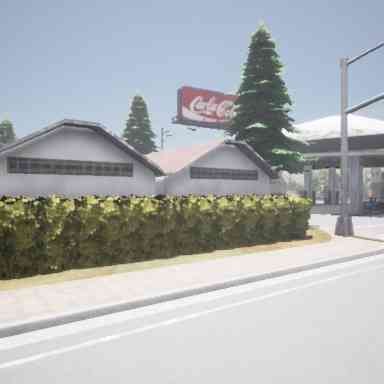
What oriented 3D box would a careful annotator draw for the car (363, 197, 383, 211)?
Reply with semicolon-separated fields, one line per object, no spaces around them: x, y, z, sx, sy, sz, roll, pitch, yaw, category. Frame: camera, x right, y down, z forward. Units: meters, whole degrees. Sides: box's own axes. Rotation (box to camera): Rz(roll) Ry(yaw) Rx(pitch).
22.454;1.477;40.442;4.611;1.667;2.242;0;0;-36;car
